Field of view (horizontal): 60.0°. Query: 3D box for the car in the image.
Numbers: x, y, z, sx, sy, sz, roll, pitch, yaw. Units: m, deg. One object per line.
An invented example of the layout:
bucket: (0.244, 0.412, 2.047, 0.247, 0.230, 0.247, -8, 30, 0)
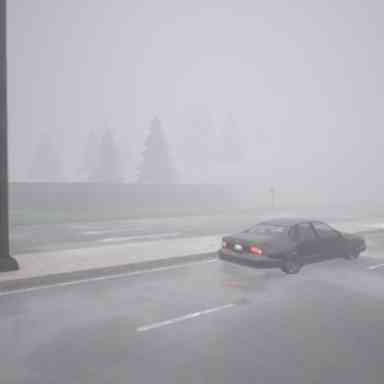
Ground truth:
car: (3.295, 1.527, 10.411, 5.357, 1.411, 2.033, 0, 0, -35)
